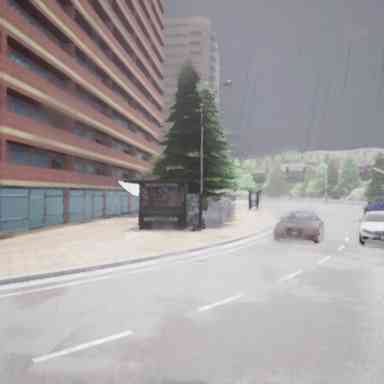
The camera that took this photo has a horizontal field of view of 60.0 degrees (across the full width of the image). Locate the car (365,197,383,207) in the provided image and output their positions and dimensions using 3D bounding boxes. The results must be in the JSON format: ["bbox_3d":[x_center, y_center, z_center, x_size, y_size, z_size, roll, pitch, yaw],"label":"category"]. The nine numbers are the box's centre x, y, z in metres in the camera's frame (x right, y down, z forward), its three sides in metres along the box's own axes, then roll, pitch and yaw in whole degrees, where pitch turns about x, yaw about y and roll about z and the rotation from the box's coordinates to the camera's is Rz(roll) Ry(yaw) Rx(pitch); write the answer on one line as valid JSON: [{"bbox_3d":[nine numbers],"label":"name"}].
[{"bbox_3d":[16.833,1.429,28.888,2.150,2.045,5.566,0,0,10],"label":"car"}]

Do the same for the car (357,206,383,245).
[{"bbox_3d":[8.935,1.639,15.724,1.812,1.442,4.674,0,0,26],"label":"car"}]

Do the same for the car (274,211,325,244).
[{"bbox_3d":[5.503,1.678,16.723,1.994,1.385,4.181,0,0,27],"label":"car"}]
